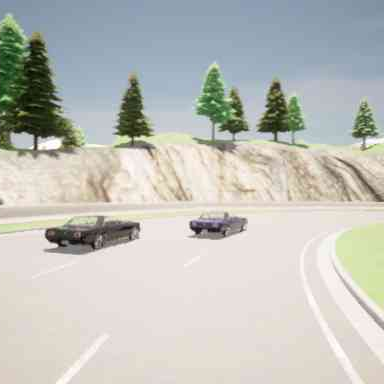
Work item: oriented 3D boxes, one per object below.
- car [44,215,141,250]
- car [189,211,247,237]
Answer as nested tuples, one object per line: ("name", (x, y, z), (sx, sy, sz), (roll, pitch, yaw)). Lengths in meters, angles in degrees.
("car", (-4.052, 1.641, 14.624), (1.895, 1.301, 4.718), (1, 0, 19))
("car", (1.681, 1.743, 19.165), (1.895, 1.301, 4.718), (1, 0, 27))
